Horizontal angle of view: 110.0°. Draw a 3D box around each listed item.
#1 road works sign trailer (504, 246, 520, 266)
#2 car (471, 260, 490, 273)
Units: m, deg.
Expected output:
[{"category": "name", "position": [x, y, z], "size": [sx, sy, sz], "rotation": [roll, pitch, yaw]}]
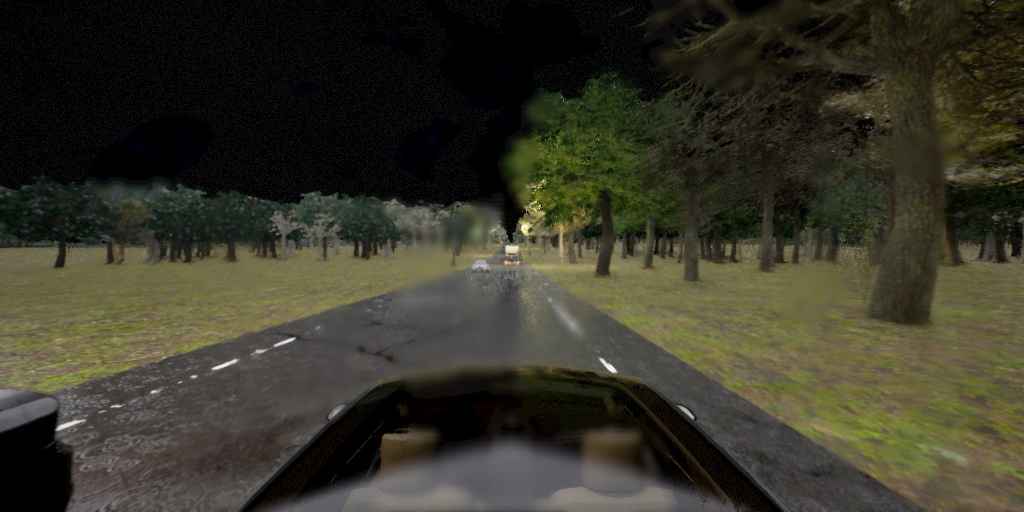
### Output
[{"category": "road works sign trailer", "position": [0.022, -0.098, 61.960], "size": [2.380, 3.560, 2.880], "rotation": [0, 0, 0]}, {"category": "car", "position": [-3.555, 1.202, 41.244], "size": [1.812, 1.442, 4.674], "rotation": [0, 0, 0]}]
